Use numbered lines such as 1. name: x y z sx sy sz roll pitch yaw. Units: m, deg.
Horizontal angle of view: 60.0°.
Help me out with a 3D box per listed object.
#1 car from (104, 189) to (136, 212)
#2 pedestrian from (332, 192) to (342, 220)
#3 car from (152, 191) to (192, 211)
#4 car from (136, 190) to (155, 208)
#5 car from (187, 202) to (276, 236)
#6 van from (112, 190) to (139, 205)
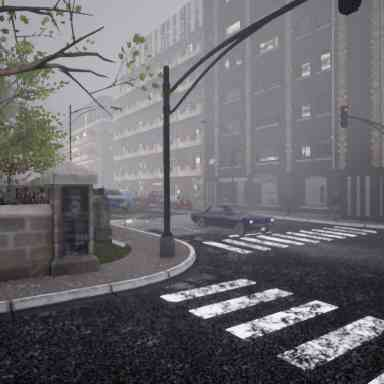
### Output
1. car: -7.629 0.728 30.610 2.150 2.045 5.566 0 1 -36
2. pedestrian: 9.513 0.902 21.976 0.375 1.860 0.375 1 -1 -36
3. car: -1.757 0.950 32.413 1.967 1.590 4.097 1 1 -36
4. car: -5.018 0.727 36.867 2.192 1.841 5.009 1 1 -36
5. car: 2.040 1.399 17.397 1.895 1.301 4.718 0 1 -36
6. van: -8.280 0.655 41.324 1.690 1.788 3.998 1 1 -36
